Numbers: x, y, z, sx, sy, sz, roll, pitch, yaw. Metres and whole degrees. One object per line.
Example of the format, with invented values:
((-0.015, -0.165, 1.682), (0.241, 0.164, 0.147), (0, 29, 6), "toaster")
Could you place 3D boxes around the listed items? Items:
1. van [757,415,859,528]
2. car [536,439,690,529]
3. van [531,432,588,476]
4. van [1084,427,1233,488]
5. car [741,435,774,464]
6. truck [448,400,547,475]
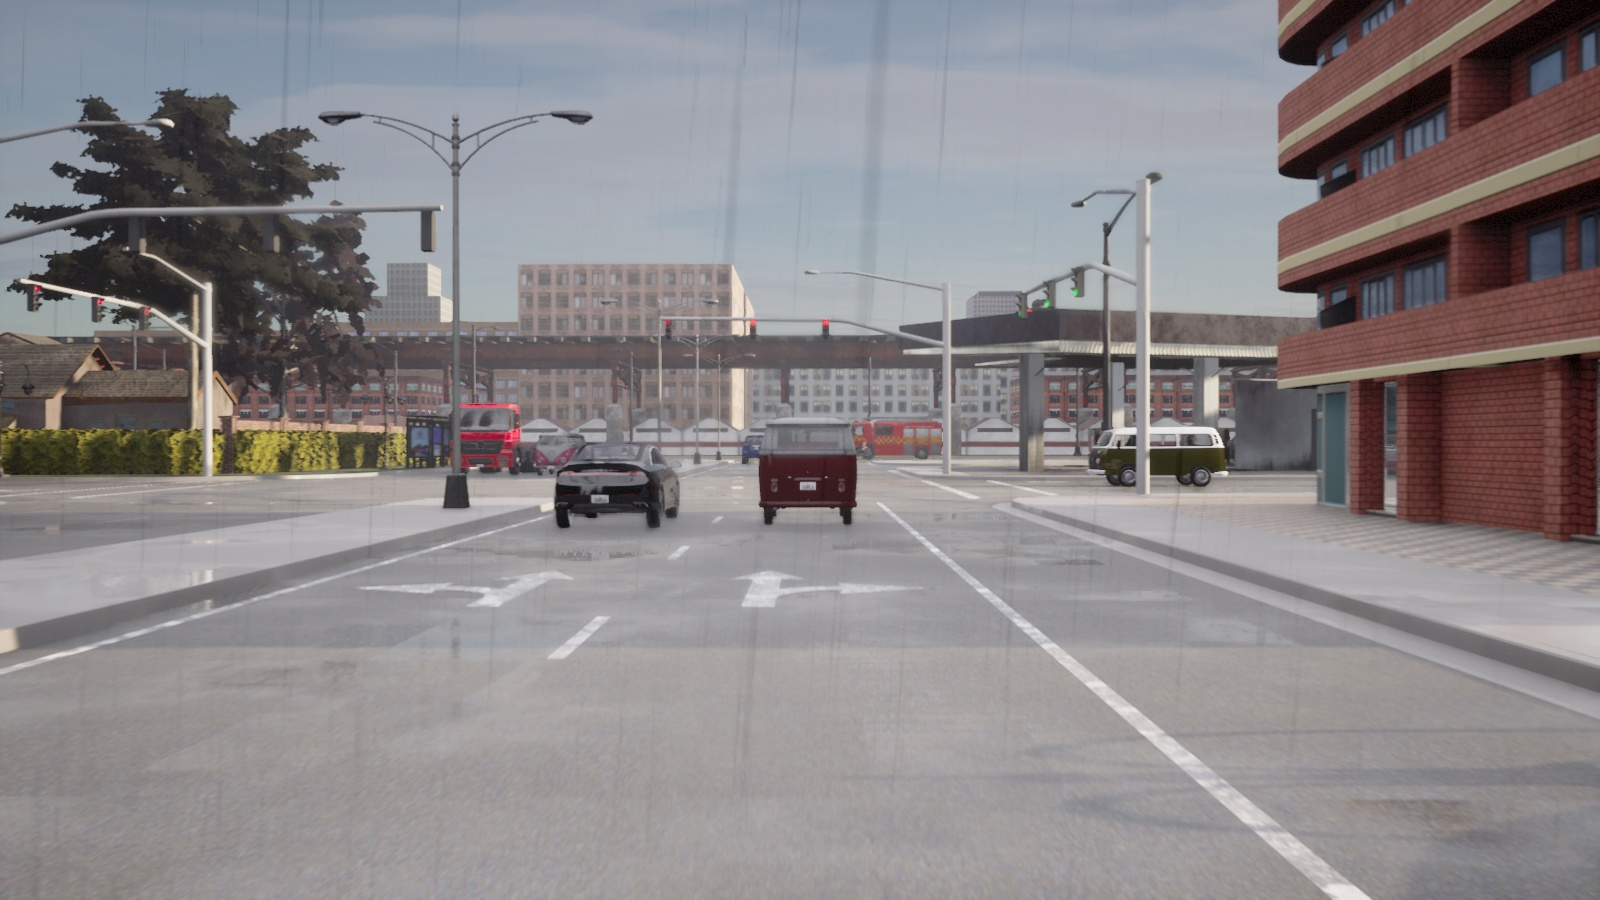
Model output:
((0.153, 0.363, 24.152), (1.775, 1.987, 4.442), (0, 0, 0), "van")
((-3.351, 0.566, 23.488), (2.128, 1.511, 4.902), (0, 0, 0), "car")
((-11.151, 0.160, 58.553), (1.775, 1.987, 4.442), (0, 0, 0), "van")
((12.181, 0.238, 42.861), (4.480, 2.038, 2.069), (0, 0, -1), "van")
((-2.975, -0.041, 89.448), (2.150, 2.045, 5.566), (0, 0, 0), "car")
((-14.679, -0.594, 61.546), (2.891, 3.462, 7.936), (0, 0, 0), "truck")
